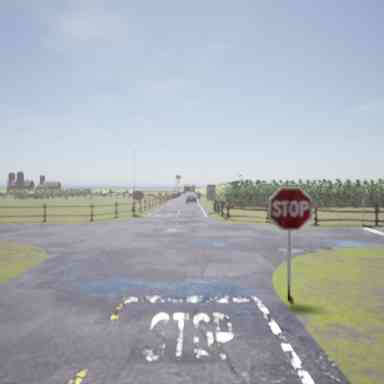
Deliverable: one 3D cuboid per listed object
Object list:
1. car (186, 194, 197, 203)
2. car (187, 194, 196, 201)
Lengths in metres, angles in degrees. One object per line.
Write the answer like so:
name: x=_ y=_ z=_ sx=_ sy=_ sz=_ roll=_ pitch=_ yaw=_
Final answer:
car: x=-0.096 y=1.274 z=65.783 sx=2.097 sy=1.767 sz=4.553 roll=0 pitch=0 yaw=0
car: x=-0.111 y=1.274 z=75.817 sx=2.033 sy=1.411 sz=5.357 roll=0 pitch=0 yaw=0
